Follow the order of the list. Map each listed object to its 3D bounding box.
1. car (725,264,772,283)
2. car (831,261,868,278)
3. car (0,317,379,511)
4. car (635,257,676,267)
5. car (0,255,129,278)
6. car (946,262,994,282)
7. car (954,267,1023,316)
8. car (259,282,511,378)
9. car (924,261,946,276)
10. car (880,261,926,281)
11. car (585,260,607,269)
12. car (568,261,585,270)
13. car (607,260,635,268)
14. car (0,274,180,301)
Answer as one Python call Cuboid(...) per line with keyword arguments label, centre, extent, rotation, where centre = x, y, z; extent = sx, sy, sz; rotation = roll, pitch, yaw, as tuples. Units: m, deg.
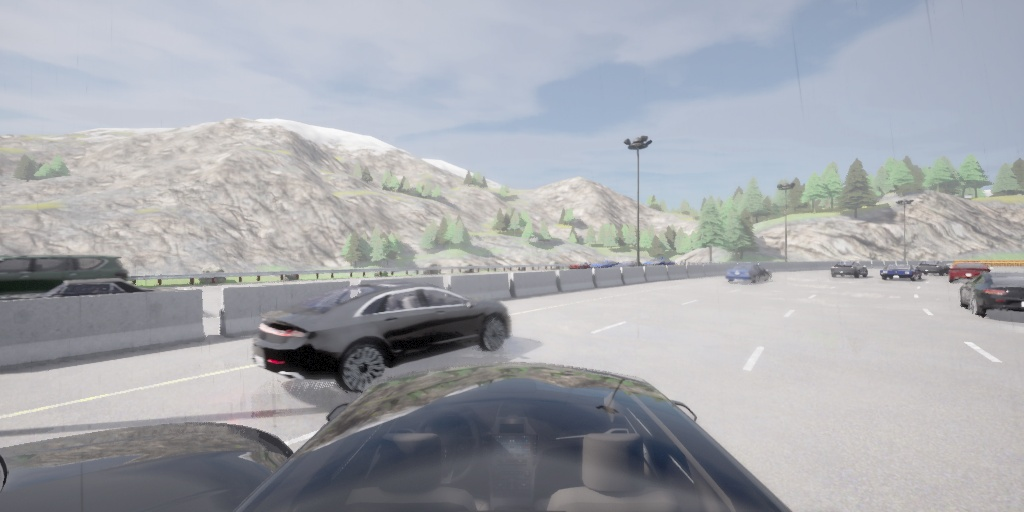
Cuboid(label="car", centre=(18.250, 1.297, 27.638), extent=(5.357, 1.411, 2.033), rotation=(0, 0, -41))
Cuboid(label="car", centre=(31.368, 1.241, 33.332), extent=(4.902, 1.511, 2.128), rotation=(0, 0, -35))
Cuboid(label="car", centre=(-2.982, 1.255, 0.515), extent=(4.892, 1.490, 1.837), rotation=(0, 0, -45))
Cuboid(label="car", centre=(16.225, 0.882, 39.743), extent=(5.008, 1.535, 1.882), rotation=(0, 0, -38))
Cuboid(label="car", centre=(-18.879, 0.971, 13.977), extent=(2.150, 2.045, 5.566), rotation=(0, 0, 37))
Cuboid(label="car", centre=(35.010, 1.228, 27.348), extent=(5.008, 1.535, 1.882), rotation=(0, 0, -36))
Cuboid(label="car", centre=(17.006, 1.276, 12.251), extent=(4.674, 1.442, 1.812), rotation=(0, 0, -45))
Cuboid(label="car", centre=(-1.983, 1.242, 6.865), extent=(2.128, 1.511, 4.902), rotation=(0, 0, 39))
Cuboid(label="car", centre=(43.305, 1.241, 36.857), extent=(4.902, 1.511, 2.128), rotation=(0, 0, -31))
Cuboid(label="car", centre=(32.302, 1.351, 29.723), extent=(4.718, 1.301, 1.895), rotation=(0, 0, -35))
Cuboid(label="car", centre=(11.900, 1.270, 45.247), extent=(5.008, 1.535, 1.882), rotation=(0, 0, -38))
Cuboid(label="car", centre=(9.714, 1.363, 47.981), extent=(4.718, 1.301, 1.895), rotation=(0, 0, -38))
Cuboid(label="car", centre=(14.041, 1.297, 42.478), extent=(5.357, 1.411, 2.033), rotation=(0, 0, -38))
Cuboid(label="car", centre=(-12.778, 1.351, 10.447), extent=(1.895, 1.301, 4.718), rotation=(0, 0, 38))
